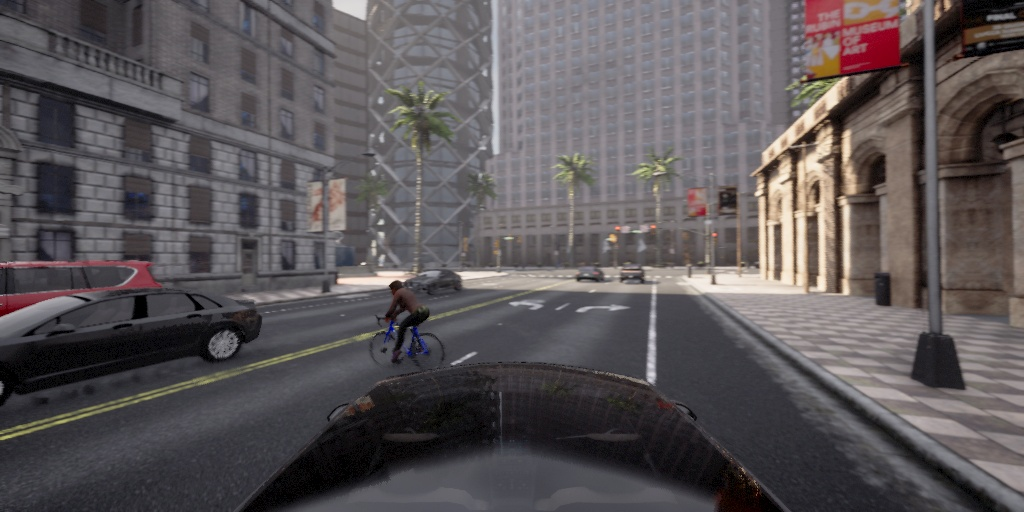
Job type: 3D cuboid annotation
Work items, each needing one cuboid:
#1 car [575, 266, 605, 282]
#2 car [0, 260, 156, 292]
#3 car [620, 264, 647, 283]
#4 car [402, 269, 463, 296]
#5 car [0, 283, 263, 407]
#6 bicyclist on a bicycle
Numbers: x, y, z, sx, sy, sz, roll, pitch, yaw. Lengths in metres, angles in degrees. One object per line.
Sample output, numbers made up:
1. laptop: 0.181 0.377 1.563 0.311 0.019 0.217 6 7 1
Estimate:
1. car: 6.866 1.529 31.344 1.994 1.385 4.181 -1 -1 22
2. car: -10.507 1.120 7.061 2.150 2.045 5.566 -1 0 21
3. car: 10.081 1.410 29.833 2.128 1.511 4.902 -1 -1 22
4. car: -4.666 1.510 21.779 1.812 1.442 4.674 -1 -1 22
5. car: -7.093 1.364 6.176 1.837 1.490 4.892 -1 -1 21
6. bicyclist on a bicycle: -1.953 1.269 6.512 1.656 1.620 0.582 -3 -1 21
